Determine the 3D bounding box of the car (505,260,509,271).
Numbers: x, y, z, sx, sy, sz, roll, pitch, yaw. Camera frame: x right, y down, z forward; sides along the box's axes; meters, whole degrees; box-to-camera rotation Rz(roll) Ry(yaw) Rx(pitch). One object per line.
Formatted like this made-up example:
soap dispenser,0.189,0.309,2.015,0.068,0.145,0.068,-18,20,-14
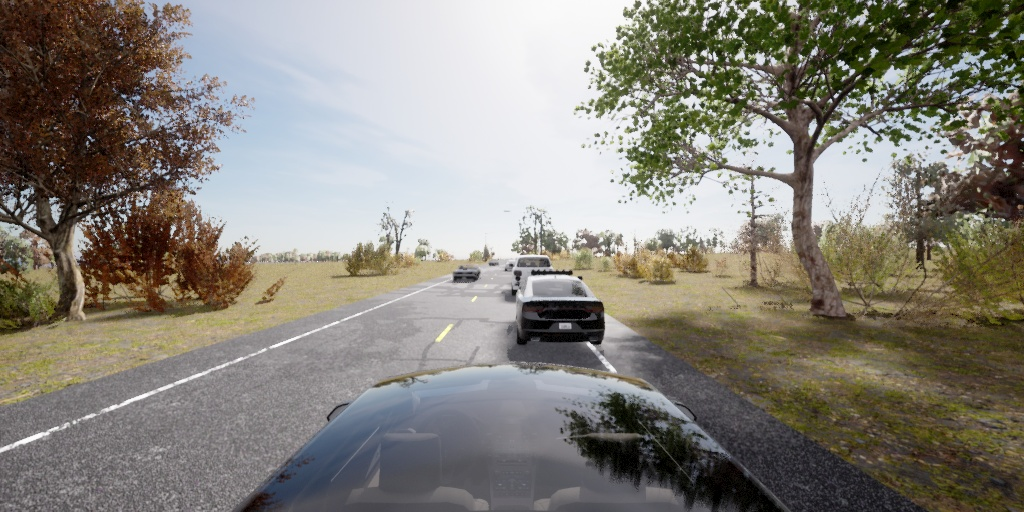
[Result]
car,0.041,1.280,48.268,1.812,1.442,4.674,0,0,1

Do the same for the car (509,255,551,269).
car,1.052,0.977,19.569,2.150,2.045,5.566,0,0,0

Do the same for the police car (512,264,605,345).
police car,1.051,1.177,9.648,1.930,1.638,5.238,0,0,0

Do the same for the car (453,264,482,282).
car,-3.599,1.354,29.227,1.895,1.301,4.718,0,0,0
